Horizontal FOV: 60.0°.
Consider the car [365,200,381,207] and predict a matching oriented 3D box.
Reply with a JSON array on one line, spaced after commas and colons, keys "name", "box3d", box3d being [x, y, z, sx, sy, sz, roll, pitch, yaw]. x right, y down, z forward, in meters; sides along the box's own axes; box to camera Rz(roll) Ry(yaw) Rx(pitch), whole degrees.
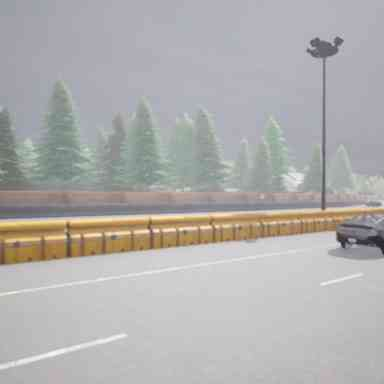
[{"name": "car", "box3d": [34.490, 2.198, 63.287, 1.895, 1.301, 4.718, 0, 0, 41]}]

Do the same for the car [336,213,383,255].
[{"name": "car", "box3d": [7.975, 1.627, 13.845, 4.902, 1.511, 2.128, 1, 0, -35]}]
